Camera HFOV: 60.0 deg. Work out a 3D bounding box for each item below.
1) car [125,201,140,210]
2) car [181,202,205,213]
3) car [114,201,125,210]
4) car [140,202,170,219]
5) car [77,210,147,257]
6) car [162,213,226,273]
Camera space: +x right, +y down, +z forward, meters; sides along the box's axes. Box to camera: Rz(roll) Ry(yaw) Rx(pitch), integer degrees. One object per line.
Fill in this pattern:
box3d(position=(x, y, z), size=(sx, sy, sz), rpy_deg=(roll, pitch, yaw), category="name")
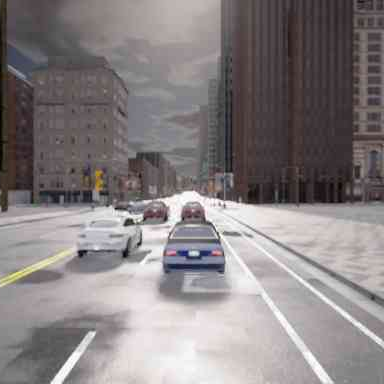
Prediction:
box3d(position=(-6.581, 1.946, 40.751), size=(1.812, 1.442, 4.674), rpy_deg=(0, -1, 0), category="car")
box3d(position=(0.093, 1.658, 30.525), size=(2.097, 1.767, 4.553), rpy_deg=(0, -1, 0), category="car")
box3d(position=(-9.804, 2.054, 48.184), size=(2.033, 1.411, 5.357), rpy_deg=(0, -1, 0), category="car")
box3d(position=(-3.157, 1.658, 30.501), size=(2.097, 1.767, 4.553), rpy_deg=(0, -1, 0), category="car")
box3d(position=(-3.168, 1.651, 13.424), size=(1.812, 1.442, 4.674), rpy_deg=(0, -1, 0), category="car")
box3d(position=(0.070, 1.649, 11.047), size=(2.033, 1.411, 5.357), rpy_deg=(0, -1, 0), category="car")
